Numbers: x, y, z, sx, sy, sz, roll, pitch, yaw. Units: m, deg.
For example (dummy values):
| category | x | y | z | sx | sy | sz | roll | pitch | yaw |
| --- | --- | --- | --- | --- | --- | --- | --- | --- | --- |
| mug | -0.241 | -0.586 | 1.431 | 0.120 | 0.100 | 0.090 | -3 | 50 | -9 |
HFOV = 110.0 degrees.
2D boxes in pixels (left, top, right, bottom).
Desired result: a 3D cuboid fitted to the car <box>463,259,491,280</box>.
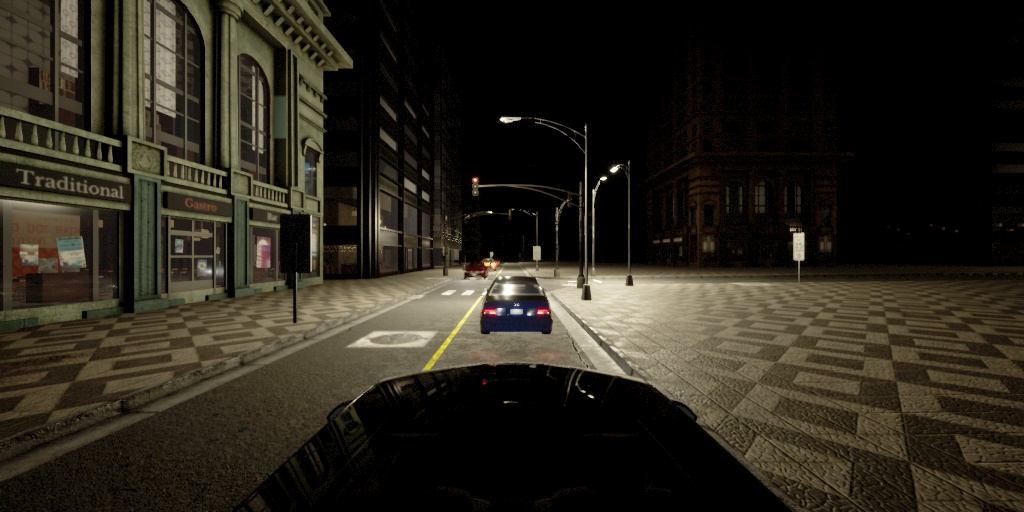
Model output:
| category | x | y | z | sx | sy | sz | roll | pitch | yaw |
| --- | --- | --- | --- | --- | --- | --- | --- | --- | --- |
| car | -3.111 | 1.276 | 31.650 | 1.812 | 1.442 | 4.674 | 0 | 0 | 0 |

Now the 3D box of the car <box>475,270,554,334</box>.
| category | x | y | z | sx | sy | sz | roll | pitch | yaw |
| --- | --- | --- | --- | --- | --- | --- | --- | --- | --- |
| car | 0.096 | 1.297 | 10.547 | 2.033 | 1.411 | 5.357 | 0 | 0 | 0 |

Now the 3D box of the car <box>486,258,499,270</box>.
| category | x | y | z | sx | sy | sz | roll | pitch | yaw |
| --- | --- | --- | --- | --- | --- | --- | --- | --- | --- |
| car | -3.109 | 1.107 | 46.885 | 2.097 | 1.767 | 4.553 | 0 | 0 | 0 |
